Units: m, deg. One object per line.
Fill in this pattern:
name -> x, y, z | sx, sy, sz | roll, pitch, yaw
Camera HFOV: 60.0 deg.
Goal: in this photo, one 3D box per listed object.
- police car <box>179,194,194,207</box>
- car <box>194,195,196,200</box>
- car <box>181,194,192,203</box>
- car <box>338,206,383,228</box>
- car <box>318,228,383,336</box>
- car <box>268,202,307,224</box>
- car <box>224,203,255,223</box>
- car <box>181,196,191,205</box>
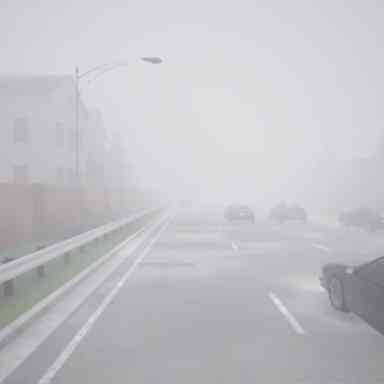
police car -> -1.056, 1.426, 51.675 | 1.930, 1.638, 5.238 | 0, 0, 0
car -> -0.008, 1.317, 84.776 | 1.837, 1.490, 4.892 | 0, 0, 0
car -> -1.058, 1.352, 67.535 | 2.097, 1.767, 4.553 | 0, 0, 0
car -> 10.598, 1.549, 19.611 | 2.033, 1.411, 5.357 | 0, 0, 0
car -> 3.599, 1.548, 4.612 | 2.033, 1.411, 5.357 | 0, 0, 0
car -> 7.097, 1.493, 25.082 | 2.128, 1.511, 4.902 | 0, 0, 0
car -> 3.597, 1.565, 25.815 | 1.994, 1.385, 4.181 | 0, 0, 0
car -> -1.057, 1.527, 61.565 | 1.812, 1.442, 4.674 | 0, 0, 0
